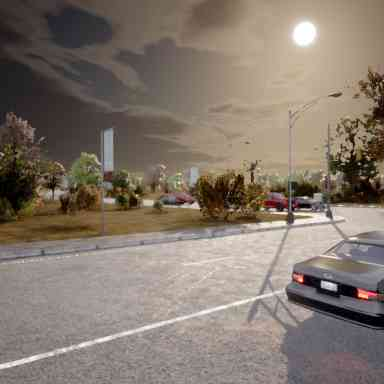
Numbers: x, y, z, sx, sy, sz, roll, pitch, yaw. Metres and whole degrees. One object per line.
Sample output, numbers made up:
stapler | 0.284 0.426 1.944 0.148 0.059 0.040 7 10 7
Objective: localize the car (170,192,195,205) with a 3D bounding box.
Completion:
car | -1.791 1.040 54.851 2.150 2.045 5.566 -1 0 -39

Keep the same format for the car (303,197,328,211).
car | 12.631 1.302 37.022 2.128 1.511 4.902 -1 0 -39

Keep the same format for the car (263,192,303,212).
car | 8.752 1.058 36.284 2.150 2.045 5.566 -1 0 -37

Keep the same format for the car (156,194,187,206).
car | -3.616 1.391 51.540 2.033 1.411 5.357 -1 0 -39

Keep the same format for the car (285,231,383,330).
car | 4.204 1.527 6.774 5.357 1.411 2.033 0 0 -36
